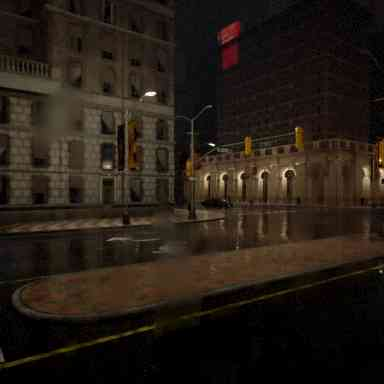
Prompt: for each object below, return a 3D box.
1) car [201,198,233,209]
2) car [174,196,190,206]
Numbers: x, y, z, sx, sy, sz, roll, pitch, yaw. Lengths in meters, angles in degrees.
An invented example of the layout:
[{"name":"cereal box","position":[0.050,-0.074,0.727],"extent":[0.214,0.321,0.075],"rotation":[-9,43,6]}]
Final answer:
[{"name":"car","position":[3.439,1.547,46.936],"extent":[2.033,1.411,5.357],"rotation":[0,0,-36]},{"name":"car","position":[-2.131,1.526,54.791],"extent":[1.812,1.442,4.674],"rotation":[0,0,-35]}]
